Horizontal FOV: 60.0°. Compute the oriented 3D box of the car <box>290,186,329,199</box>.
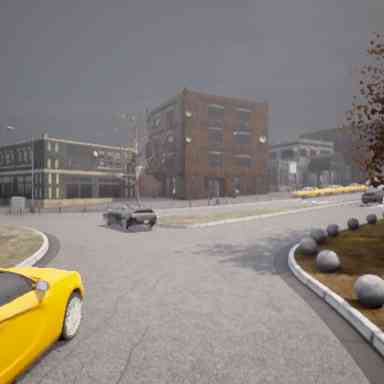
[{"bbox_3d":[15.708,0.043,45.347,5.366,1.575,1.946,-4,2,-32],"label":"car"}]

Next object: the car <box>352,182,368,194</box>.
[{"bbox_3d":[25.029,-0.628,51.240,5.366,1.575,1.946,-4,2,-32],"label":"car"}]

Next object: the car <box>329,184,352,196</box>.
[{"bbox_3d":[20.370,-0.294,48.289,5.366,1.575,1.946,-4,2,-32],"label":"car"}]

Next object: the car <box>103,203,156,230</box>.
[{"bbox_3d":[-4.031,1.465,20.931,2.128,1.511,4.902,0,0,-36],"label":"car"}]

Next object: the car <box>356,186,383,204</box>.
[{"bbox_3d":[18.830,0.374,33.197,4.892,1.490,1.837,-4,2,-35],"label":"car"}]

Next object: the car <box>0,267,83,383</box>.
[{"bbox_3d":[-2.813,1.473,3.493,1.882,1.535,5.008,0,0,4],"label":"car"}]

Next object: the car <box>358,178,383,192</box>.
[{"bbox_3d":[29.916,-1.227,54.332,5.566,2.045,2.435,-4,2,-32],"label":"car"}]
